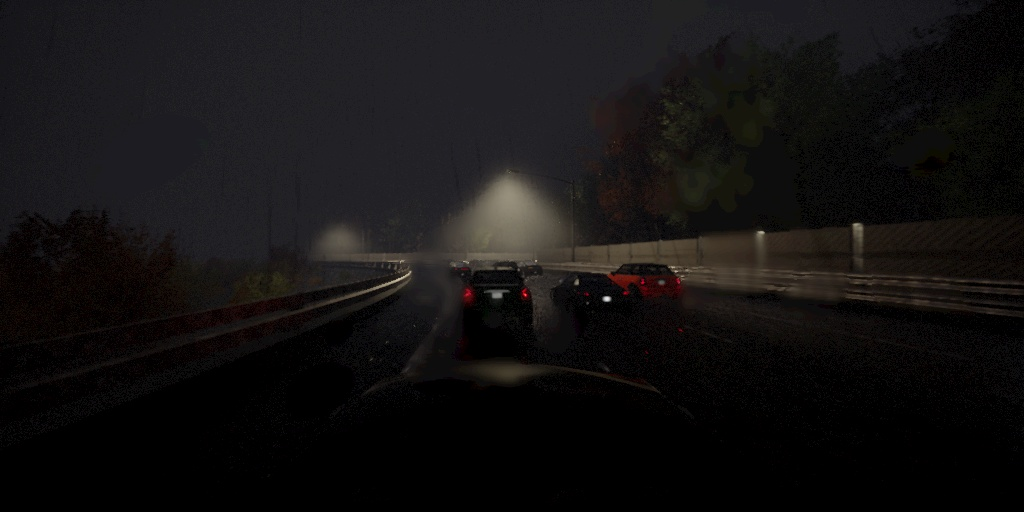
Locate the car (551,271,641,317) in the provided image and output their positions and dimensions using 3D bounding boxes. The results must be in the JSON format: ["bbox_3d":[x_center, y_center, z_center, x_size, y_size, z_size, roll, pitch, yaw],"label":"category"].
[{"bbox_3d":[2.774,1.330,13.294,1.994,1.385,4.181,0,0,-6],"label":"car"}]

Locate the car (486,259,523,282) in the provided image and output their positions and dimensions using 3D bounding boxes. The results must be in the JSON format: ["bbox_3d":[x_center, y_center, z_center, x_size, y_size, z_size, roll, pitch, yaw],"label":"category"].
[{"bbox_3d":[-0.741,1.190,30.933,2.097,1.767,4.553,0,0,-16],"label":"car"}]

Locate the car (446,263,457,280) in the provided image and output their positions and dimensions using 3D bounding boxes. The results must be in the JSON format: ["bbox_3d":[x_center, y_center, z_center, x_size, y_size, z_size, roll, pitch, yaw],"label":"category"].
[{"bbox_3d":[-4.834,1.359,32.536,2.128,1.511,4.902,0,0,-16],"label":"car"}]

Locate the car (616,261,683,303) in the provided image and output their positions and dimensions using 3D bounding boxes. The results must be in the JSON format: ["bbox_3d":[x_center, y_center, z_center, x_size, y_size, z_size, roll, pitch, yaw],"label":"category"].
[{"bbox_3d":[5.821,1.109,16.753,2.097,1.767,4.553,0,0,-8],"label":"car"}]

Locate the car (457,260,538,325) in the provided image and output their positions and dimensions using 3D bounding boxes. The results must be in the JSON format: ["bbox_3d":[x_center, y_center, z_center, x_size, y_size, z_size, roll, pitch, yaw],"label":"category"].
[{"bbox_3d":[-0.615,1.136,12.185,2.097,1.767,4.553,0,0,-5],"label":"car"}]

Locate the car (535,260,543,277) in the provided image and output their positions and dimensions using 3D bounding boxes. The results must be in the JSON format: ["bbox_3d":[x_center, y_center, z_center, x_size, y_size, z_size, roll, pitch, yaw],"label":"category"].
[{"bbox_3d":[1.487,1.329,35.681,2.128,1.511,4.902,0,0,-17],"label":"car"}]

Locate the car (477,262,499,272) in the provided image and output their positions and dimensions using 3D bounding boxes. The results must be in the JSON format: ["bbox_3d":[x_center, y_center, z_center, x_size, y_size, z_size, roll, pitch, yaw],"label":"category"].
[{"bbox_3d":[-3.446,1.512,50.868,1.895,1.301,4.718,0,0,-18],"label":"car"}]
